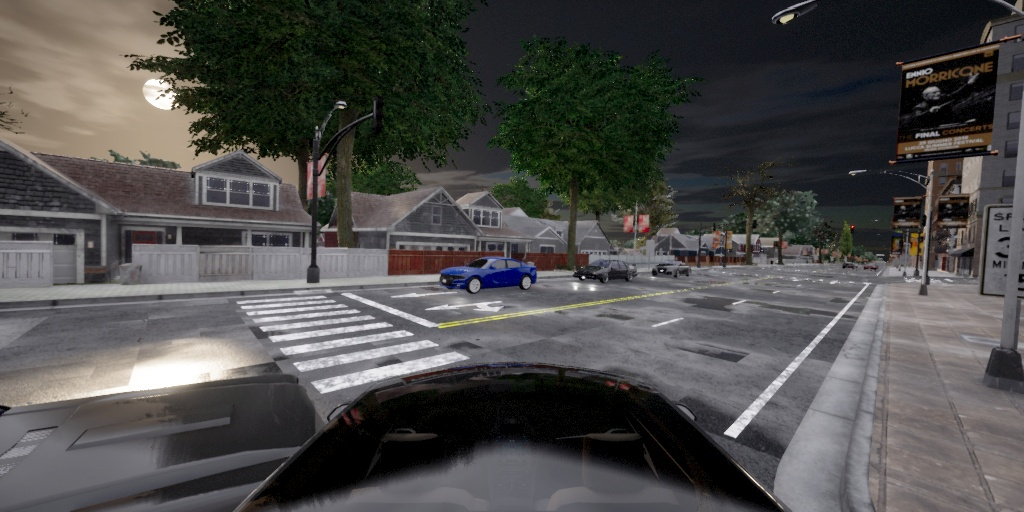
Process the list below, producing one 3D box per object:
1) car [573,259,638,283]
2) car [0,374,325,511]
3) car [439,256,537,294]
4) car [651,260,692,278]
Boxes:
[{"bbox_3d":[6.251,0.926,23.420,5.357,1.411,2.033,1,2,-43],"label":"car"},{"bbox_3d":[-3.317,1.274,1.403,4.718,1.301,1.895,1,2,-33],"label":"car"},{"bbox_3d":[-0.978,0.778,16.567,5.008,1.535,1.882,1,2,-43],"label":"car"},{"bbox_3d":[13.512,1.024,30.275,4.181,1.385,1.994,1,2,-44],"label":"car"}]
